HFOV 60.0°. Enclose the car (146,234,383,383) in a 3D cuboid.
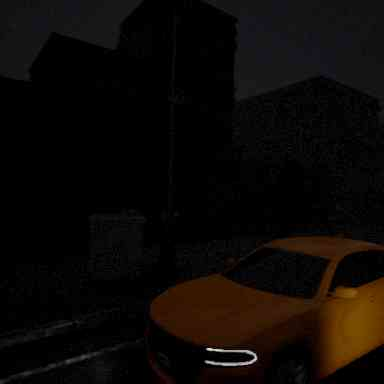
[{"bbox_3d":[1.736,1.454,4.923,5.008,1.535,1.882,0,0,-35],"label":"car"}]
